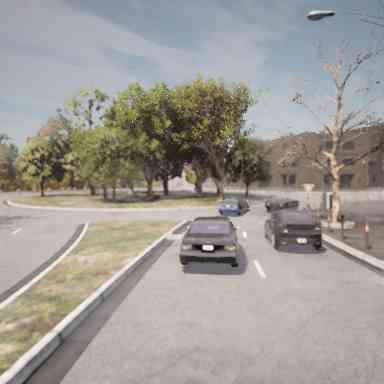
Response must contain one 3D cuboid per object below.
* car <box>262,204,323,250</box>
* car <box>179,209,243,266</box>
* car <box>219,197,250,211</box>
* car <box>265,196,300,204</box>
[{"bbox_3d":[4.304,1.519,14.673,1.837,1.490,4.892,0,1,6],"label":"car"},{"bbox_3d":[0.725,1.575,11.741,2.033,1.411,5.357,0,0,6],"label":"car"},{"bbox_3d":[3.767,1.122,29.196,2.033,1.411,5.357,1,3,20],"label":"car"},{"bbox_3d":[8.651,1.074,31.421,1.895,1.301,4.718,2,4,34],"label":"car"}]
